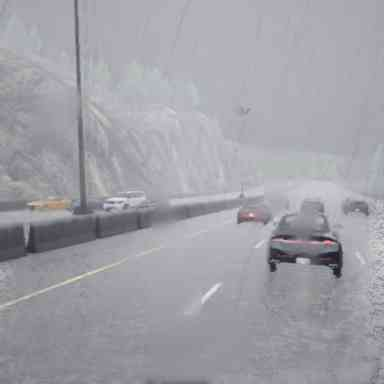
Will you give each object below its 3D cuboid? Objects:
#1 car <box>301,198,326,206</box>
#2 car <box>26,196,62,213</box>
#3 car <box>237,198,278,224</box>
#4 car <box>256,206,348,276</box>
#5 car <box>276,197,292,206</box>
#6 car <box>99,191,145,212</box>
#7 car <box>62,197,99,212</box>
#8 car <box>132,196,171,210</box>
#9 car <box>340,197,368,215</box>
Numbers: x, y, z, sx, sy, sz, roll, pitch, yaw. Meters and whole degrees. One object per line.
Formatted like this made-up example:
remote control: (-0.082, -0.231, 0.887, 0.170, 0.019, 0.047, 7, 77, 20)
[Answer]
car: (10.918, 1.245, 29.995, 2.128, 1.511, 4.902, 0, 0, 21)
car: (-14.195, 1.207, 33.346, 1.882, 1.535, 5.008, 0, 0, 21)
car: (4.405, 1.379, 22.584, 1.994, 1.385, 4.181, 0, 1, 21)
car: (3.498, 1.407, 10.186, 2.128, 1.511, 4.902, 0, 0, 21)
car: (10.526, 1.228, 38.925, 2.033, 1.411, 5.357, 0, 0, 21)
car: (-6.597, 0.948, 33.665, 2.150, 2.045, 5.566, 0, 0, 21)
car: (-10.422, 1.254, 33.413, 1.812, 1.442, 4.674, 0, 0, 20)
car: (-3.574, 1.305, 31.760, 1.994, 1.385, 4.181, 0, 0, 21)
car: (14.728, 1.256, 30.186, 1.837, 1.490, 4.892, 0, 0, 21)
